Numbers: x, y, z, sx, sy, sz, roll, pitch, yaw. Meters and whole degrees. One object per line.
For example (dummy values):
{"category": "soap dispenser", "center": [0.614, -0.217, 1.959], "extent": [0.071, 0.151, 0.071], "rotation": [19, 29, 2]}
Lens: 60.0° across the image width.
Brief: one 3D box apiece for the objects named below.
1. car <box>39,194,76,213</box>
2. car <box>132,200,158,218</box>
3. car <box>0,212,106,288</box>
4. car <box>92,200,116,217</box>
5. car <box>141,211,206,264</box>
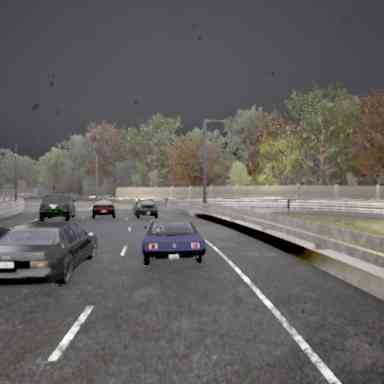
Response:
{"category": "car", "center": [-10.615, 1.181, 26.486], "extent": [2.150, 2.045, 5.566], "rotation": [0, 0, -14]}
{"category": "car", "center": [-4.116, 1.434, 29.181], "extent": [1.837, 1.490, 4.892], "rotation": [0, 1, -15]}
{"category": "car", "center": [-4.001, 1.533, 9.305], "extent": [2.033, 1.411, 5.357], "rotation": [0, 0, -5]}
{"category": "car", "center": [-7.937, 1.415, 29.959], "extent": [1.882, 1.535, 5.008], "rotation": [0, 0, -15]}
{"category": "car", "center": [-0.757, 1.568, 11.752], "extent": [1.895, 1.301, 4.718], "rotation": [0, 0, -6]}
